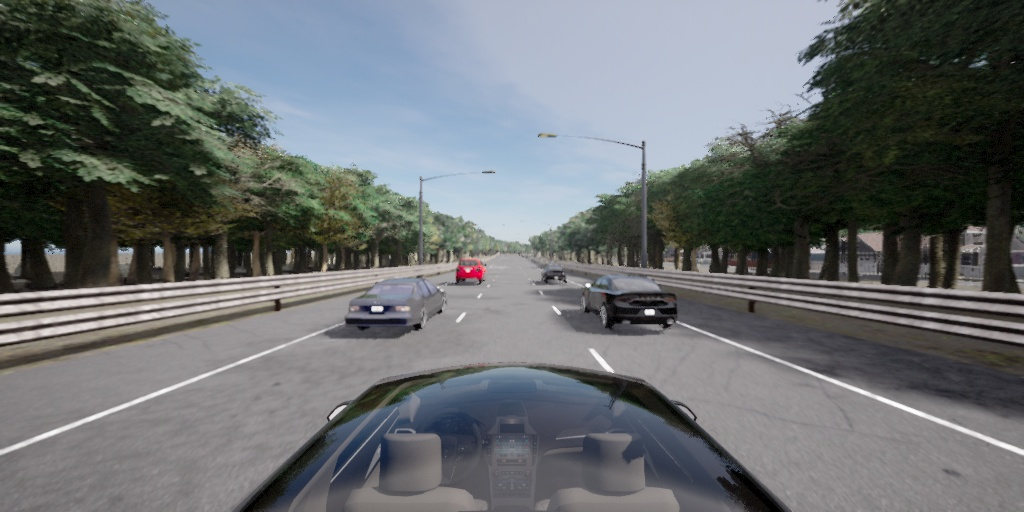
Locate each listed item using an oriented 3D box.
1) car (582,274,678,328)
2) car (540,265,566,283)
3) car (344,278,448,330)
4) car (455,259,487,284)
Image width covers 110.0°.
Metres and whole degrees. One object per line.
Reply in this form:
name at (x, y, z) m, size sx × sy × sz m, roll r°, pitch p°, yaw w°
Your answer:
car at (3.595, 1.337, 11.828) m, size 1.882 × 1.535 × 5.008 m, roll 0°, pitch -1°, yaw 0°
car at (3.592, 1.541, 31.405) m, size 1.837 × 1.490 × 4.892 m, roll 0°, pitch 0°, yaw 0°
car at (-3.404, 1.403, 11.554) m, size 2.033 × 1.411 × 5.357 m, roll 0°, pitch -1°, yaw 0°
car at (-3.408, 1.249, 30.376) m, size 2.150 × 2.045 × 5.566 m, roll 0°, pitch 0°, yaw 0°
